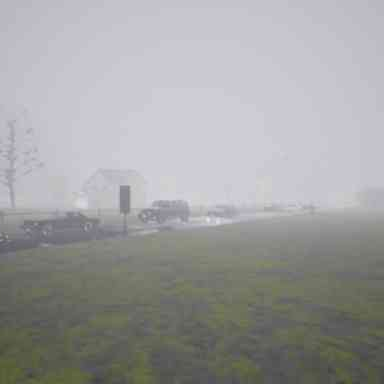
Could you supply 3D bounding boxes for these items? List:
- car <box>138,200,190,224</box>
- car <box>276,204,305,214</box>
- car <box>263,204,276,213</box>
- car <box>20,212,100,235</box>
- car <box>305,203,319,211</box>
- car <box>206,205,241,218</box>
[{"bbox_3d":[-2.359,1.711,29.848,2.150,2.045,5.566,0,-1,35],"label":"car"},{"bbox_3d":[14.327,2.426,48.320,1.895,1.301,4.718,0,-1,35],"label":"car"},{"bbox_3d":[12.509,2.429,50.681,1.895,1.301,4.718,0,-1,35],"label":"car"},{"bbox_3d":[-8.367,1.946,21.363,1.895,1.301,4.718,0,-1,35],"label":"car"},{"bbox_3d":[20.167,2.518,56.558,1.994,1.385,4.181,0,-1,35],"label":"car"},{"bbox_3d":[3.726,2.178,38.427,2.033,1.411,5.357,0,-1,35],"label":"car"}]
